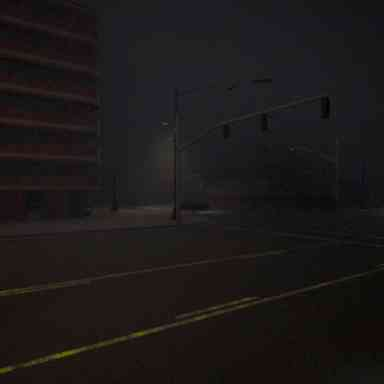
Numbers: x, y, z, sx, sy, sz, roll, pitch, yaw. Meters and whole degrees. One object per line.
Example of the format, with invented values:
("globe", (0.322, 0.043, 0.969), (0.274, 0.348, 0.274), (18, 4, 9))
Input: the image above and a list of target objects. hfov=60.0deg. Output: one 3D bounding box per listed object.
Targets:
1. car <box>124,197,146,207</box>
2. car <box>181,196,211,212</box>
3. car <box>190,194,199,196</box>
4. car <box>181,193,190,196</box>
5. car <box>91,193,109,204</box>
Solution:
("car", (-9.123, 1.535, 52.889), (2.128, 1.511, 4.902), (-1, 0, -36))
("car", (0.018, 1.588, 40.579), (2.033, 1.411, 5.357), (-1, 0, -37))
("car", (2.237, 1.309, 78.711), (3.806, 1.475, 1.970), (-1, 0, -35))
("car", (-1.737, 1.154, 82.930), (4.611, 1.667, 2.242), (-1, 0, -35))
("car", (-18.389, 1.263, 65.481), (2.150, 2.045, 5.566), (-1, 1, -37))
